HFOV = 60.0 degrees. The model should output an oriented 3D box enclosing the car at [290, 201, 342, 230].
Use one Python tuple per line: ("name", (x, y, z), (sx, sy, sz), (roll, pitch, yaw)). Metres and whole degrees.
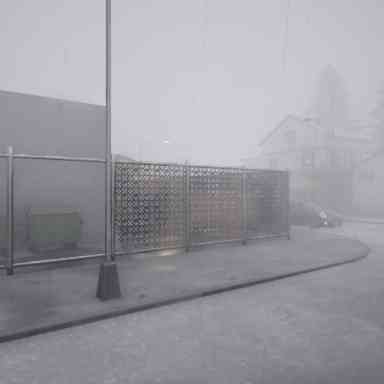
("car", (7.157, 1.352, 21.279), (2.097, 1.767, 4.553), (0, 0, -35))
